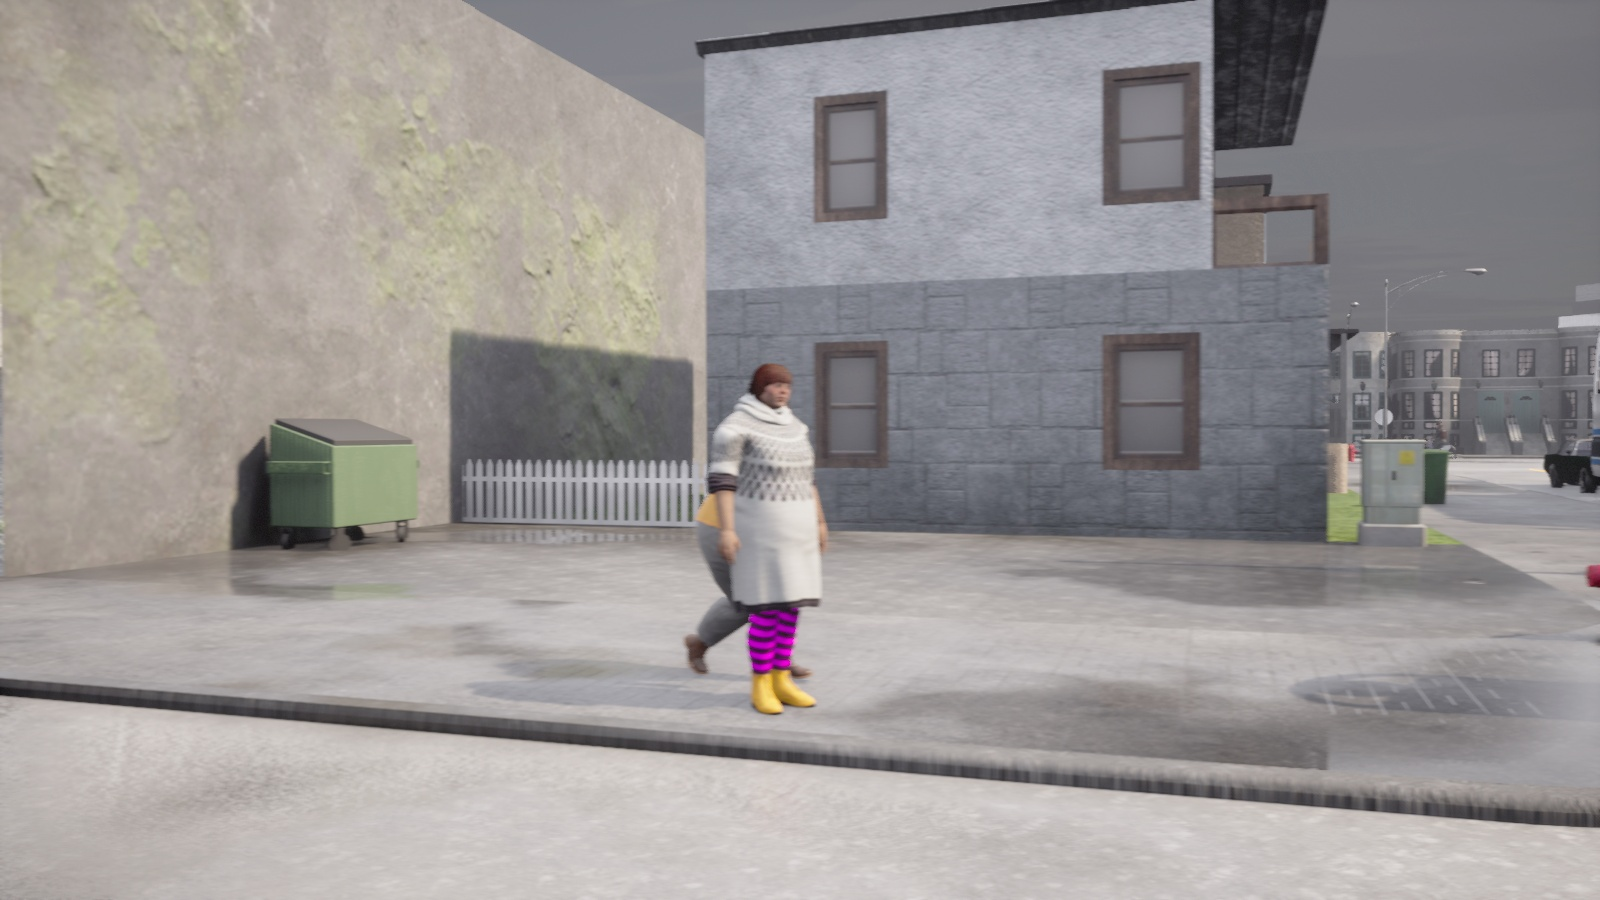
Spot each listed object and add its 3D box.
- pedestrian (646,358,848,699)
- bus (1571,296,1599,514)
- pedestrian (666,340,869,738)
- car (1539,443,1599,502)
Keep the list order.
[{"bbox_3d":[-0.292,0.418,7.397,0.900,1.855,0.874,1,1,22],"label":"pedestrian"},{"bbox_3d":[16.502,-0.822,21.106,3.944,4.253,10.273,1,1,19],"label":"bus"},{"bbox_3d":[-0.181,0.429,6.690,0.659,1.952,0.873,-1,1,-43],"label":"pedestrian"},{"bbox_3d":[19.707,0.515,30.691,1.895,1.301,4.718,1,1,19],"label":"car"}]
